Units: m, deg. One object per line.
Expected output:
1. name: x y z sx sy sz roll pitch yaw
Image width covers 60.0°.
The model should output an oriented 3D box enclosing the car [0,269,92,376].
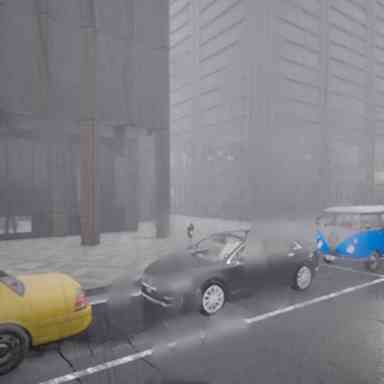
1. car: -3.748 1.526 3.990 4.829 1.417 1.752 0 0 -35

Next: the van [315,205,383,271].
1. van: 5.612 1.330 10.572 3.998 1.788 1.690 0 0 -35

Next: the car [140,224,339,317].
1. car: 1.002 1.545 7.329 4.403 1.369 2.008 0 0 -35
